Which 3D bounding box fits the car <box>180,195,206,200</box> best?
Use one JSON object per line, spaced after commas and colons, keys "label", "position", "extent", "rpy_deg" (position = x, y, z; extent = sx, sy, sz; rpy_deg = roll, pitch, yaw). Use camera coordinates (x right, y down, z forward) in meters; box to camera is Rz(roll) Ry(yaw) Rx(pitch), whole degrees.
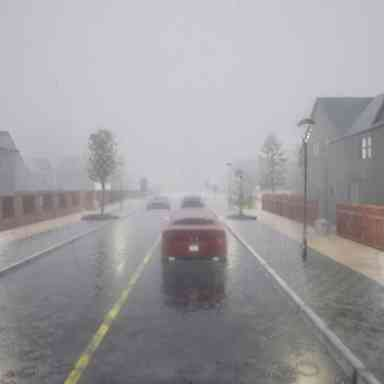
{"label": "car", "position": [0.057, 0.972, 26.884], "extent": [1.837, 1.490, 4.892], "rpy_deg": [0, 1, 0]}

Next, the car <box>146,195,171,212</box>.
{"label": "car", "position": [-2.860, 0.981, 29.556], "extent": [1.994, 1.385, 4.181], "rpy_deg": [0, 1, 0]}

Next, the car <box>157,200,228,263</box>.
{"label": "car", "position": [0.067, 1.250, 11.050], "extent": [1.882, 1.535, 5.008], "rpy_deg": [0, 1, 0]}
